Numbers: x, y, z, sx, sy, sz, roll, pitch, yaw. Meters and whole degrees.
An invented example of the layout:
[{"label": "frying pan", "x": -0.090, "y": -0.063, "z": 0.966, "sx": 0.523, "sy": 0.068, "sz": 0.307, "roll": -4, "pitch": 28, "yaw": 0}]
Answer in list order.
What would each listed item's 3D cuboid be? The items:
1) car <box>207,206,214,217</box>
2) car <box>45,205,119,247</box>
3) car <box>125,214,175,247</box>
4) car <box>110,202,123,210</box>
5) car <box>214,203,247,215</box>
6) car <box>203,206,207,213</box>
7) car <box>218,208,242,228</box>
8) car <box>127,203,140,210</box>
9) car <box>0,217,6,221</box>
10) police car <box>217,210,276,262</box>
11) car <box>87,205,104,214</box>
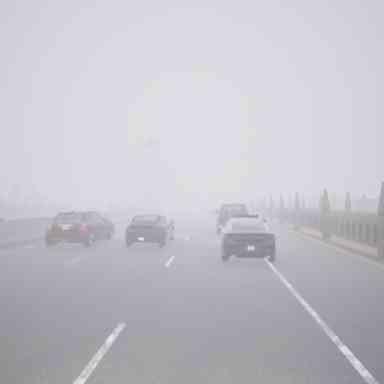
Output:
[{"label": "car", "x": 3.534, "y": 2.862, "z": 49.108, "sx": 1.812, "sy": 1.442, "sz": 4.674, "roll": 0, "pitch": -2, "yaw": 2}, {"label": "car", "x": -5.588, "y": 1.738, "z": 17.207, "sx": 2.097, "sy": 1.767, "sz": 4.553, "roll": 0, "pitch": -2, "yaw": 4}, {"label": "car", "x": -2.079, "y": 1.899, "z": 17.228, "sx": 1.837, "sy": 1.490, "sz": 4.892, "roll": 0, "pitch": -2, "yaw": 4}, {"label": "car", "x": -14.184, "y": 2.874, "z": 61.425, "sx": 2.150, "sy": 2.045, "sz": 5.566, "roll": 0, "pitch": -1, "yaw": -3}, {"label": "car", "x": 2.816, "y": 1.811, "z": 23.452, "sx": 2.150, "sy": 2.045, "sz": 5.566, "roll": 0, "pitch": -2, "yaw": 4}, {"label": "car", "x": 3.354, "y": 3.325, "z": 63.713, "sx": 1.994, "sy": 1.385, "sz": 4.181, "roll": 0, "pitch": -2, "yaw": -7}, {"label": "car", "x": 3.229, "y": 2.239, "z": 29.398, "sx": 1.882, "sy": 1.535, "sz": 5.008, "roll": 0, "pitch": -2, "yaw": 4}, {"label": "car", "x": -10.697, "y": 3.000, "z": 60.946, "sx": 2.097, "sy": 1.767, "sz": 4.553, "roll": 0, "pitch": -2, "yaw": -4}, {"label": "car", "x": -12.636, "y": 2.042, "z": 19.655, "sx": 1.895, "sy": 1.301, "sz": 4.718, "roll": 0, "pitch": -2, "yaw": 4}, {"label": "police car", "x": 2.127, "y": 1.723, "z": 13.554, "sx": 1.930, "sy": 1.638, "sz": 5.238, "roll": 0, "pitch": -2, "yaw": 4}, {"label": "car", "x": -17.683, "y": 3.111, "z": 60.969, "sx": 1.882, "sy": 1.535, "sz": 5.008, "roll": 0, "pitch": -2, "yaw": -3}]
